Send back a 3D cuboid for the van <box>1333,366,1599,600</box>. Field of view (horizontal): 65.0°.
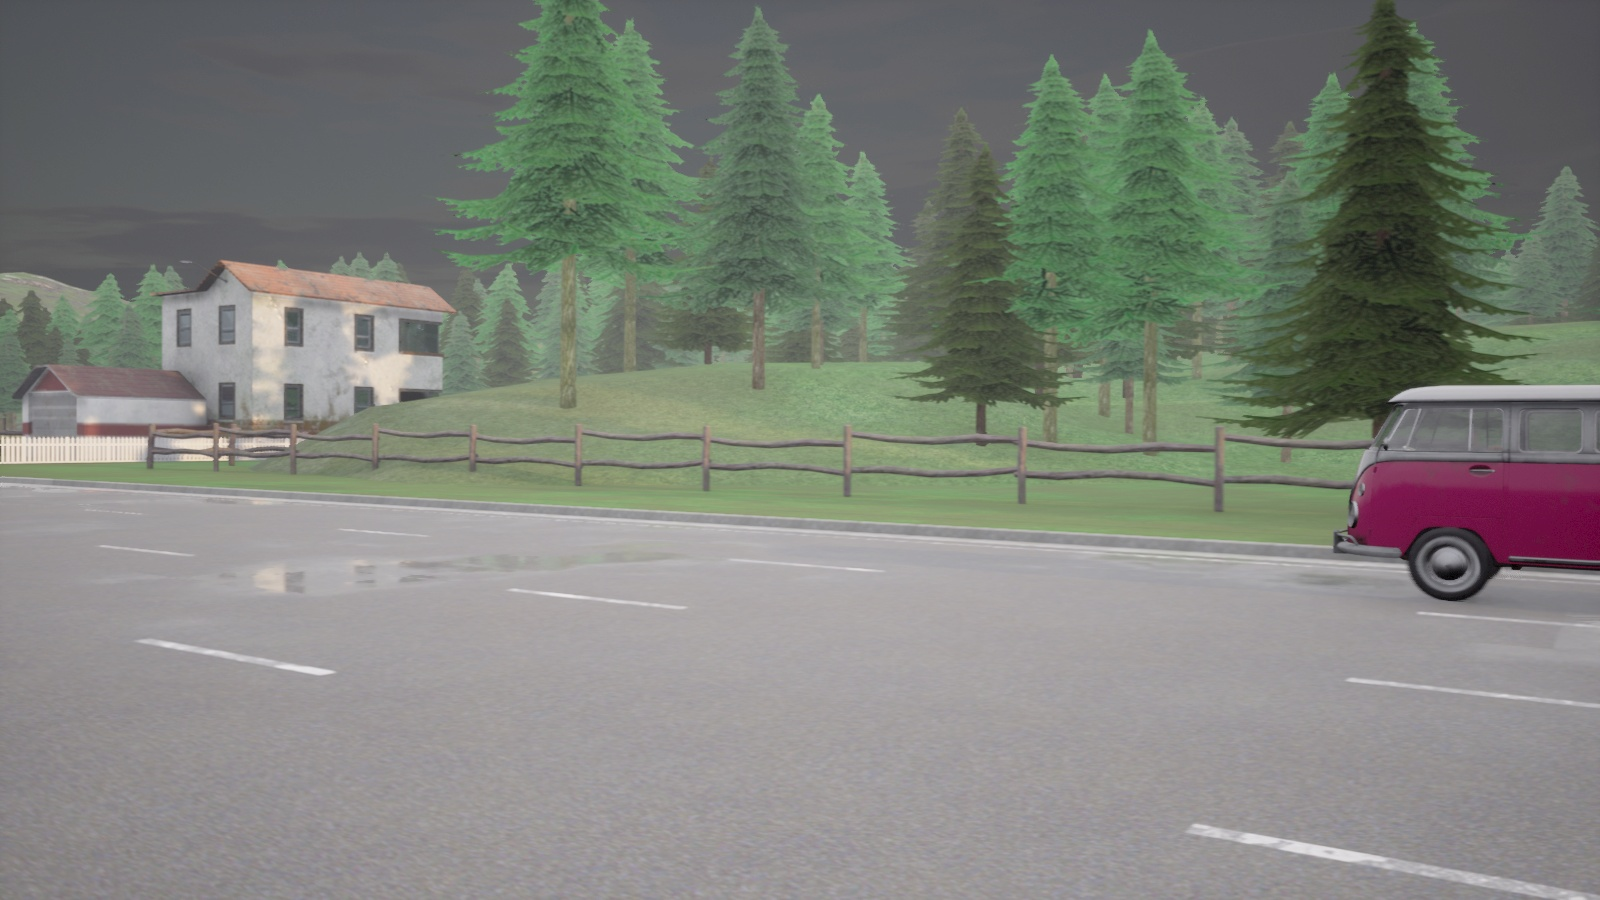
[{"bbox_3d":[7.359,0.264,11.334,4.442,1.987,1.775,0,1,34],"label":"van"}]
